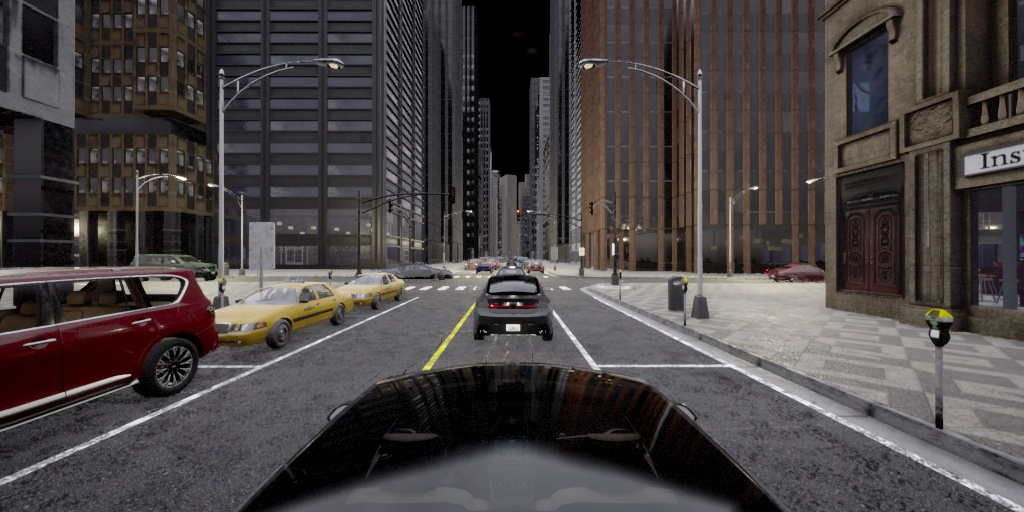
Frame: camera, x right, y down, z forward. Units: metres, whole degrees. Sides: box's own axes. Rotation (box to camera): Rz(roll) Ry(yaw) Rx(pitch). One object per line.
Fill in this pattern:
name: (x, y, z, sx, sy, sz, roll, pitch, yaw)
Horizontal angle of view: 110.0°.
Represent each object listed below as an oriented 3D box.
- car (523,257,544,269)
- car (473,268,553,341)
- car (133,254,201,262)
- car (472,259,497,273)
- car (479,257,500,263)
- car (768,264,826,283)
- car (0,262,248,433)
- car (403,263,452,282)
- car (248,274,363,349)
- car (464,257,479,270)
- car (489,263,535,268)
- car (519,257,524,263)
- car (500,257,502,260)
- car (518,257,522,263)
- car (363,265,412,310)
car: (2.668, 1.196, 41.801, 1.967, 1.591, 4.097, 0, 0, 0)
car: (0.037, 1.255, 9.909, 1.837, 1.490, 4.892, 0, 0, 0)
car: (-24.912, 0.898, 26.572, 5.566, 2.045, 2.150, 0, 0, 0)
car: (-3.185, 1.357, 42.316, 1.895, 1.301, 4.718, 0, 0, 0)
car: (-3.205, 1.111, 52.010, 2.097, 1.767, 4.553, 0, 0, 0)
car: (21.895, 1.356, 26.968, 4.674, 1.442, 1.812, 0, 0, 0)
car: (-5.766, 1.065, 3.784, 2.192, 1.841, 5.009, 0, 0, 0)
car: (-7.331, 1.279, 27.603, 5.357, 1.411, 2.033, 0, 0, -14)
car: (-5.779, 1.276, 9.215, 1.751, 1.417, 4.829, 0, 0, 0)
car: (-5.883, 1.199, 52.980, 1.967, 1.591, 4.097, 0, 0, 0)
car: (-0.043, 1.298, 20.238, 2.033, 1.411, 5.357, 0, 0, 0)
car: (2.628, 1.312, 58.628, 2.007, 1.370, 4.403, 0, 0, 0)
car: (-3.213, 1.115, 61.960, 2.097, 1.767, 4.553, 0, 0, 0)
car: (2.615, 1.330, 64.237, 1.948, 1.339, 4.313, 0, 0, 0)
car: (-5.792, 1.276, 14.817, 1.751, 1.417, 4.829, 0, 0, 0)
